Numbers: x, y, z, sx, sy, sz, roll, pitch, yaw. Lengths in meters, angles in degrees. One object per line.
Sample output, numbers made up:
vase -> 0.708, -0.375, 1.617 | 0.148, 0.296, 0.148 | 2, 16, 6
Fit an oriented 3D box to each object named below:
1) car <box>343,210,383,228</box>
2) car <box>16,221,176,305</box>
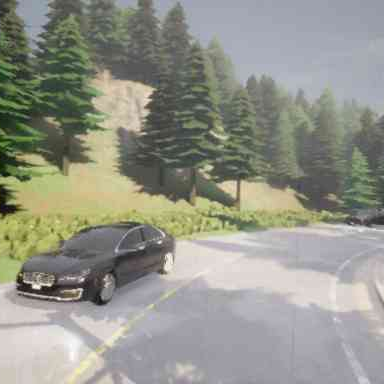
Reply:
car -> 15.150, 2.206, 28.315 | 5.357, 1.411, 2.033 | 2, -1, -33
car -> -2.007, 1.552, 8.439 | 1.837, 1.490, 4.892 | 1, -1, 22
